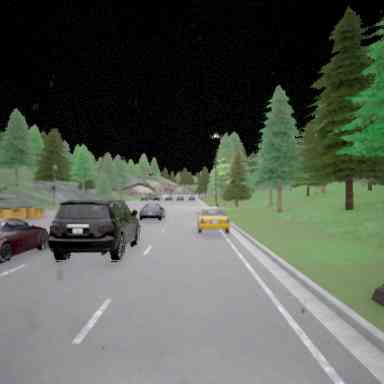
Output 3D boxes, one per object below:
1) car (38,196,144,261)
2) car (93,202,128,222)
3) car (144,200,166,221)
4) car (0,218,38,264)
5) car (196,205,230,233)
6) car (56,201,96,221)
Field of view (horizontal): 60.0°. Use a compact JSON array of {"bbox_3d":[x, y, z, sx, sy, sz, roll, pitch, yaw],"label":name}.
[{"bbox_3d":[-3.418,1.282,12.655,2.150,2.045,5.566,0,0,0],"label":"car"},{"bbox_3d":[-6.921,1.645,28.934,1.837,1.490,4.892,0,0,0],"label":"car"},{"bbox_3d":[-3.421,1.705,29.178,1.994,1.385,4.181,0,0,0],"label":"car"},{"bbox_3d":[-6.922,1.623,12.126,1.994,1.385,4.181,0,0,0],"label":"car"},{"bbox_3d":[1.221,1.554,20.207,1.801,1.575,5.366,0,0,0],"label":"car"},{"bbox_3d":[-10.418,1.624,30.209,1.882,1.535,5.008,0,0,0],"label":"car"}]
